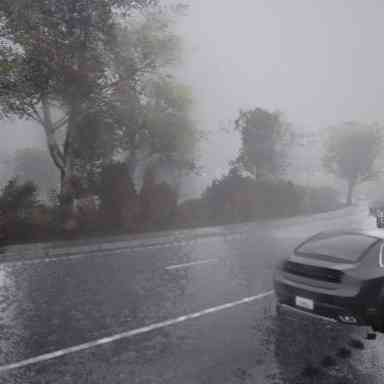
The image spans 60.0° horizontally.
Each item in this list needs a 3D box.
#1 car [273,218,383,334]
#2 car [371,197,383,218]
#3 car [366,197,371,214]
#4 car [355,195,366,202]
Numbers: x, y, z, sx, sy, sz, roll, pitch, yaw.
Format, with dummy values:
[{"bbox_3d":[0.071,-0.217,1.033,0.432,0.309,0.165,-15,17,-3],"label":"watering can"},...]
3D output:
[{"bbox_3d":[3.675,1.517,6.835,4.892,1.490,1.837,0,0,-39],"label":"car"},{"bbox_3d":[13.196,1.377,20.911,2.097,1.767,4.553,0,0,42],"label":"car"},{"bbox_3d":[20.222,1.384,35.296,2.097,1.767,4.553,0,0,34],"label":"car"},{"bbox_3d":[37.157,1.448,72.812,1.812,1.442,4.674,0,0,13],"label":"car"}]
